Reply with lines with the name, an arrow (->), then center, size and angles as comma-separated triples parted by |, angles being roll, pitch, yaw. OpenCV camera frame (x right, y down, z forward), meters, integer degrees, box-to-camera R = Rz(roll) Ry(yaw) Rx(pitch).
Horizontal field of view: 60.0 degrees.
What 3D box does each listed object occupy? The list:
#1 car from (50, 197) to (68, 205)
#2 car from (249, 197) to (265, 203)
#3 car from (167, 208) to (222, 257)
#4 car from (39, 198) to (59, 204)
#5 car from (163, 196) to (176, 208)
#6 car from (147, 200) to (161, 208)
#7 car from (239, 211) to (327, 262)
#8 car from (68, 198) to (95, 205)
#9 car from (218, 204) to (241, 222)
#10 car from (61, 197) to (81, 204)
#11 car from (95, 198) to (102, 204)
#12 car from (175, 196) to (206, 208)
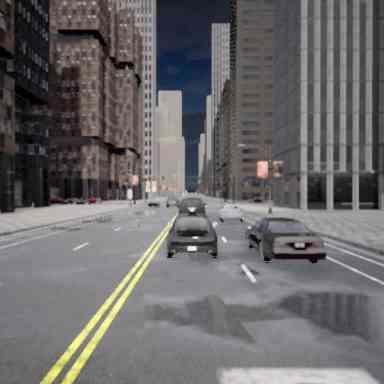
car -> -30.158, 2.074, 74.352 | 5.009, 1.841, 2.192 | 0, 1, 0
car -> 16.677, 2.038, 86.013 | 4.097, 1.590, 1.967 | 0, 0, 0
car -> 0.024, 1.633, 13.495 | 1.837, 1.490, 4.892 | 0, 0, 1
car -> -35.584, 2.300, 82.876 | 4.206, 1.307, 1.802 | 0, 1, 0
car -> -3.316, 1.705, 57.552 | 2.150, 2.045, 5.566 | 0, 0, 0
car -> -6.566, 2.085, 57.777 | 1.895, 1.301, 4.718 | 0, 0, 0
car -> 3.260, 1.665, 12.527 | 2.033, 1.411, 5.357 | 0, 0, 0
car -> -24.731, 2.306, 74.358 | 4.313, 1.339, 1.947 | 0, 1, 0
car -> 3.278, 1.786, 28.889 | 1.812, 1.442, 4.674 | 0, 0, 1
car -> -30.159, 2.139, 82.879 | 4.097, 1.590, 1.967 | 0, 1, 0
car -> -24.734, 2.120, 82.882 | 4.097, 1.590, 1.967 | 0, 1, 0
car -> 0.012, 1.474, 27.594 | 2.150, 2.045, 5.566 | 0, 0, 0
